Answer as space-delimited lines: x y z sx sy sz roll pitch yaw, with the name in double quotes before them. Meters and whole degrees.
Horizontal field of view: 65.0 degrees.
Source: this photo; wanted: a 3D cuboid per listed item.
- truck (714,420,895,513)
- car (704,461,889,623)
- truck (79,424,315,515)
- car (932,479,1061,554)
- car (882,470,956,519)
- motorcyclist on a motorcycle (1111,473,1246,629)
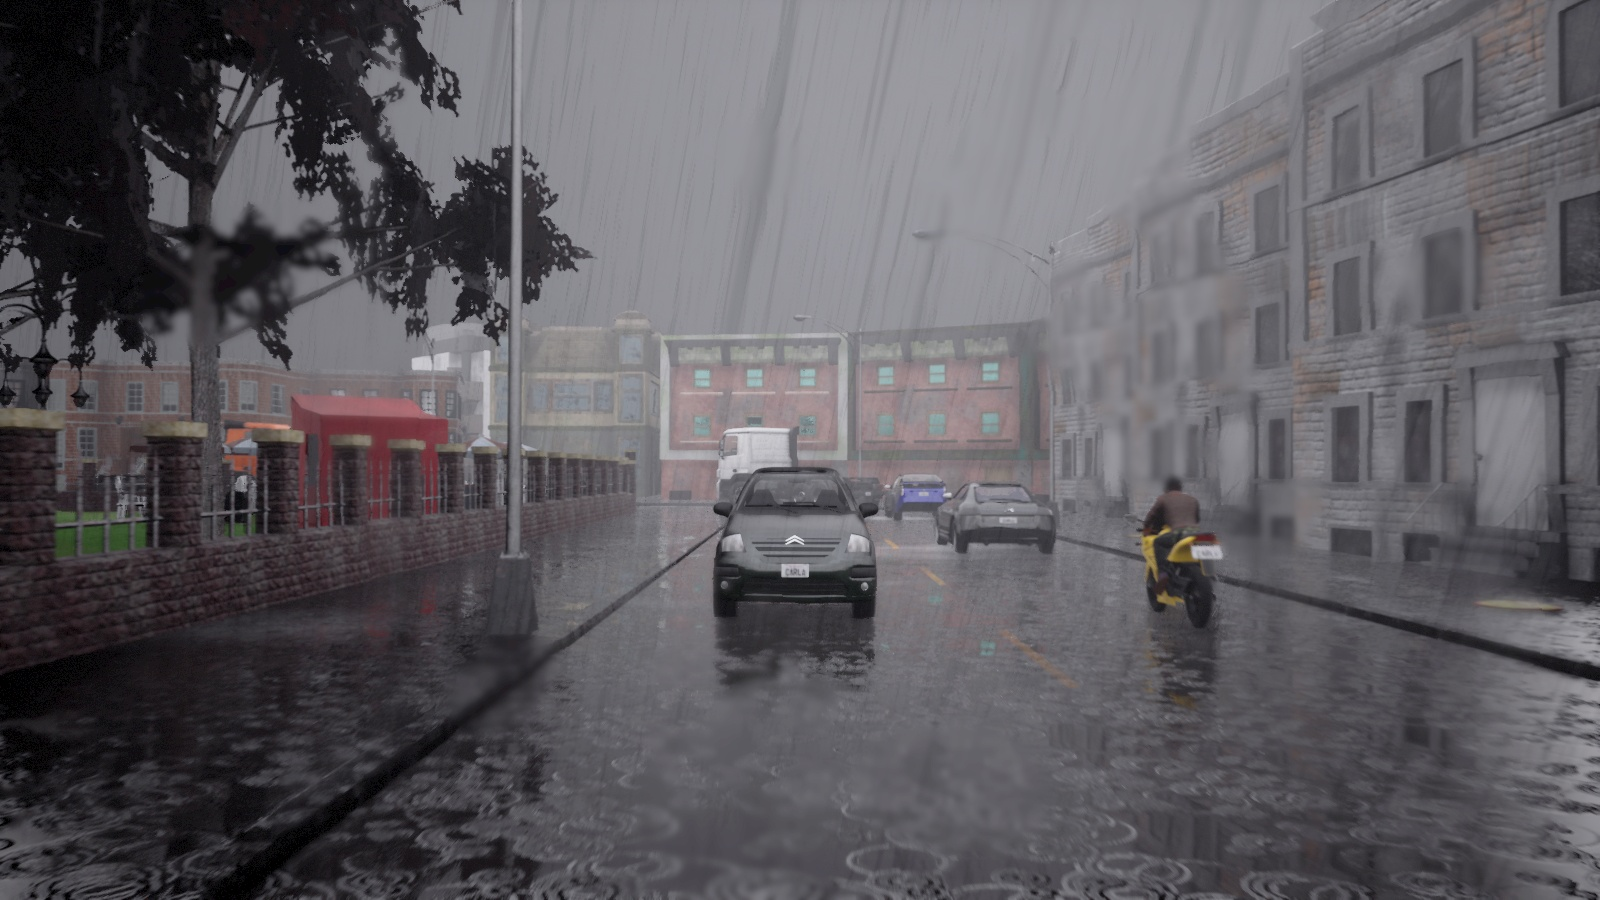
"truck" 0.037 0.690 51.144 2.891 3.462 7.936 1 -1 -40
"car" -0.040 0.958 14.622 1.851 1.617 3.988 0 -1 0
"truck" -23.722 0.760 49.696 7.936 3.462 2.891 0 -1 0
"car" 3.930 1.295 25.815 1.994 1.385 4.181 0 -1 0
"car" 3.882 1.444 41.700 2.007 1.525 4.514 0 -1 0
"motorcyclist on a motorcycle" 3.964 1.004 13.332 0.797 1.523 2.044 0 -1 0
